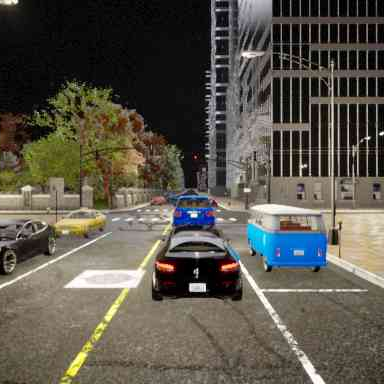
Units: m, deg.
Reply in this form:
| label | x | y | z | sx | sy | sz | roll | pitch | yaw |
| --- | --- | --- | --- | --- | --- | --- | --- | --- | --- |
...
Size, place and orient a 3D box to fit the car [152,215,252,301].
| label | x | y | z | sx | sy | sz | roll | pitch | yaw |
| --- | --- | --- | --- | --- | --- | --- | --- | --- | --- |
| car | 0.100 | 1.523 | 8.186 | 1.812 | 1.442 | 4.674 | 0 | 0 | 0 |

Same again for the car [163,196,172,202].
| label | x | y | z | sx | sy | sz | roll | pitch | yaw |
| --- | --- | --- | --- | --- | --- | --- | --- | --- | --- |
| car | -5.713 | 1.538 | 76.994 | 1.802 | 1.307 | 4.206 | 0 | 0 | 0 |

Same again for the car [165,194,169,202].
| label | x | y | z | sx | sy | sz | roll | pitch | yaw |
| --- | --- | --- | --- | --- | --- | --- | --- | --- | --- |
| car | -5.707 | 1.520 | 59.945 | 2.008 | 1.369 | 4.403 | 0 | 0 | 0 |

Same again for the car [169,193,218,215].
| label | x | y | z | sx | sy | sz | roll | pitch | yaw |
| --- | --- | --- | --- | --- | --- | --- | --- | --- | --- |
| car | 0.095 | 1.214 | 18.536 | 2.150 | 2.045 | 5.566 | 0 | 0 | 0 |

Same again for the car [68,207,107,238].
| label | x | y | z | sx | sy | sz | roll | pitch | yaw |
| --- | --- | --- | --- | --- | --- | --- | --- | --- | --- |
| car | -5.823 | 1.518 | 17.692 | 1.752 | 1.417 | 4.829 | 0 | 0 | 0 |

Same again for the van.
| label | x | y | z | sx | sy | sz | roll | pitch | yaw |
| --- | --- | --- | --- | --- | --- | --- | --- | --- | --- |
| van | 2.772 | 1.337 | 10.462 | 1.690 | 1.788 | 3.998 | 0 | 0 | 0 |

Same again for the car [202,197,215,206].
| label | x | y | z | sx | sy | sz | roll | pitch | yaw |
| --- | --- | --- | --- | --- | --- | --- | --- | --- | --- |
| car | 2.675 | 1.539 | 54.268 | 1.947 | 1.339 | 4.313 | 0 | 0 | 0 |

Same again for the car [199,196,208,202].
| label | x | y | z | sx | sy | sz | roll | pitch | yaw |
| --- | --- | --- | --- | --- | --- | --- | --- | --- | --- |
| car | 2.668 | 1.521 | 76.992 | 1.947 | 1.339 | 4.313 | 0 | 0 | 0 |

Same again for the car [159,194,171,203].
| label | x | y | z | sx | sy | sz | roll | pitch | yaw |
| --- | --- | --- | --- | --- | --- | --- | --- | --- | --- |
| car | -5.710 | 1.277 | 71.312 | 2.192 | 1.841 | 5.009 | 0 | 0 | 0 |

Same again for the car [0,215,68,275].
| label | x | y | z | sx | sy | sz | roll | pitch | yaw |
| --- | --- | --- | --- | --- | --- | --- | --- | --- | --- |
| car | -5.772 | 1.562 | 10.458 | 1.947 | 1.339 | 4.313 | 0 | 0 | 0 |

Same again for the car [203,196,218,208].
| label | x | y | z | sx | sy | sz | roll | pitch | yaw |
| --- | --- | --- | --- | --- | --- | --- | --- | --- | --- |
| car | 2.678 | 1.416 | 48.587 | 1.967 | 1.590 | 4.097 | 0 | 0 | 0 |

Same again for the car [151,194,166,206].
| label | x | y | z | sx | sy | sz | roll | pitch | yaw |
| --- | --- | --- | --- | --- | --- | --- | --- | --- | --- |
| car | -5.705 | 1.517 | 54.263 | 1.887 | 1.381 | 4.507 | 0 | 0 | 0 |

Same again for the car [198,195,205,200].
| label | x | y | z | sx | sy | sz | roll | pitch | yaw |
| --- | --- | --- | --- | --- | --- | --- | --- | --- | --- |
| car | 2.664 | 1.453 | 94.209 | 1.752 | 1.417 | 4.829 | 0 | 0 | 0 |

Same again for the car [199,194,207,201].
| label | x | y | z | sx | sy | sz | roll | pitch | yaw |
| --- | --- | --- | --- | --- | --- | --- | --- | --- | --- |
| car | 2.667 | 1.388 | 82.673 | 1.967 | 1.590 | 4.097 | 0 | 0 | 0 |
